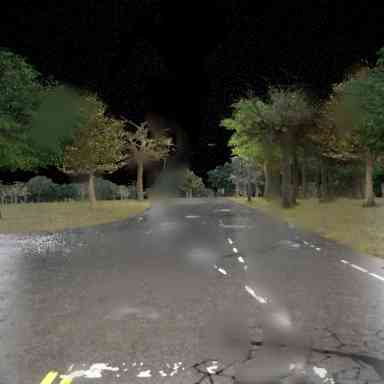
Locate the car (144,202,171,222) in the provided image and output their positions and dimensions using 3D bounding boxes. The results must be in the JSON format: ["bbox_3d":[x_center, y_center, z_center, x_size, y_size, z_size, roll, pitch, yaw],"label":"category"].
[{"bbox_3d":[-2.922,1.643,28.756,2.128,1.511,4.902,-1,1,2],"label":"car"}]
